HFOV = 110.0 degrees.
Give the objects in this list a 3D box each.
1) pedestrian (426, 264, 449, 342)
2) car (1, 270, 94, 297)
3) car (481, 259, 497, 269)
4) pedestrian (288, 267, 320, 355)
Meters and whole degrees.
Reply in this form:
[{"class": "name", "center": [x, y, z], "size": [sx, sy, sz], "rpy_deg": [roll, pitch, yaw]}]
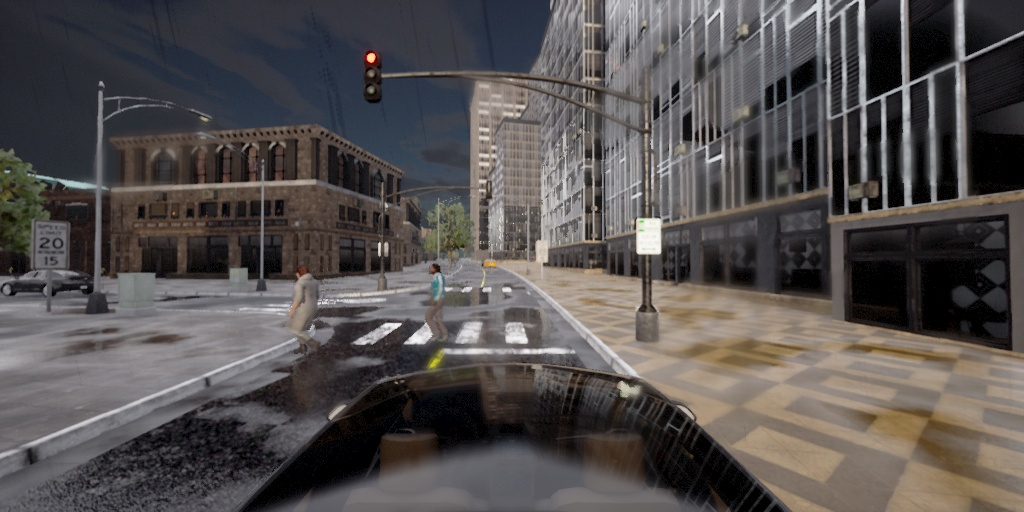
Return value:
[{"class": "pedestrian", "center": [-1.724, 1.044, 8.243], "size": [0.375, 1.860, 0.375], "rpy_deg": [1, -1, -1]}, {"class": "car", "center": [-24.229, 1.382, 18.815], "size": [4.403, 1.370, 2.007], "rpy_deg": [0, 0, 9]}, {"class": "car", "center": [-3.565, 1.222, 58.459], "size": [1.882, 1.535, 5.008], "rpy_deg": [0, 0, -7]}, {"class": "pedestrian", "center": [-4.196, 1.044, 7.302], "size": [0.375, 1.860, 0.375], "rpy_deg": [1, -1, -1]}]
